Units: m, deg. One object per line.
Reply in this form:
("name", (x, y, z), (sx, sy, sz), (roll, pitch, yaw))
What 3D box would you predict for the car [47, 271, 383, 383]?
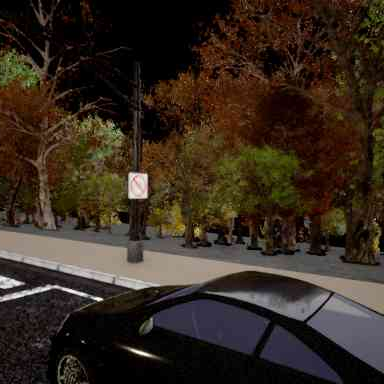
("car", (0.397, 1.563, 3.404), (4.181, 1.385, 1.994), (0, 0, 36))
